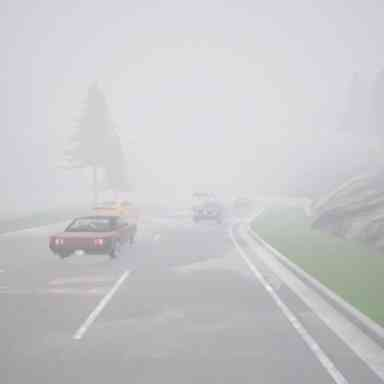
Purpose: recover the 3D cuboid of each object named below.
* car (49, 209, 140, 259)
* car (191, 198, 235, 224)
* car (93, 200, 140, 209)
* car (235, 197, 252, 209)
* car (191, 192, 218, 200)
[{"bbox_3d":[-3.318,1.512,12.233,1.895,1.301,4.718,0,0,1],"label":"car"},{"bbox_3d":[1.477,1.377,23.577,2.033,1.411,5.357,0,0,15],"label":"car"},{"bbox_3d":[-5.376,1.302,24.281,1.882,1.535,5.008,0,0,13],"label":"car"},{"bbox_3d":[6.023,1.263,39.451,2.033,1.411,5.357,0,0,14],"label":"car"},{"bbox_3d":[1.478,0.961,36.035,2.150,2.045,5.566,0,0,16],"label":"car"}]
